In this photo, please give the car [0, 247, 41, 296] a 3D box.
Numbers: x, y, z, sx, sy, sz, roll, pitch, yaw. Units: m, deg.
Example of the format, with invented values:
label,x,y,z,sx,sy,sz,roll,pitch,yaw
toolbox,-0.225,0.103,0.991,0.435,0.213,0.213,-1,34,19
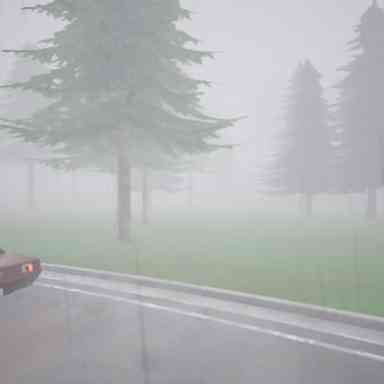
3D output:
label,x,y,z,sx,sy,sz,roll,pitch,yaw
car,-5.539,1.537,6.879,4.718,1.301,1.895,0,1,24
